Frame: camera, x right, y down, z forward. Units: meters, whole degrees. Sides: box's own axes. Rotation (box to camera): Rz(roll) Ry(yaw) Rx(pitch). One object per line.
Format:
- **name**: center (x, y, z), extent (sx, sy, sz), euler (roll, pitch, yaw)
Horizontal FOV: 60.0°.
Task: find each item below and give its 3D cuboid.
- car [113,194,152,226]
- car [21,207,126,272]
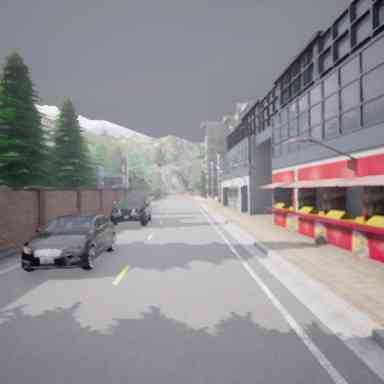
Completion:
- **car**: center (-4.032, 1.161, 22.907), extent (2.150, 2.045, 5.566), euler (-1, 0, -1)
- **car**: center (-3.794, 1.495, 11.013), extent (2.128, 1.511, 4.902), euler (-1, 0, -1)
